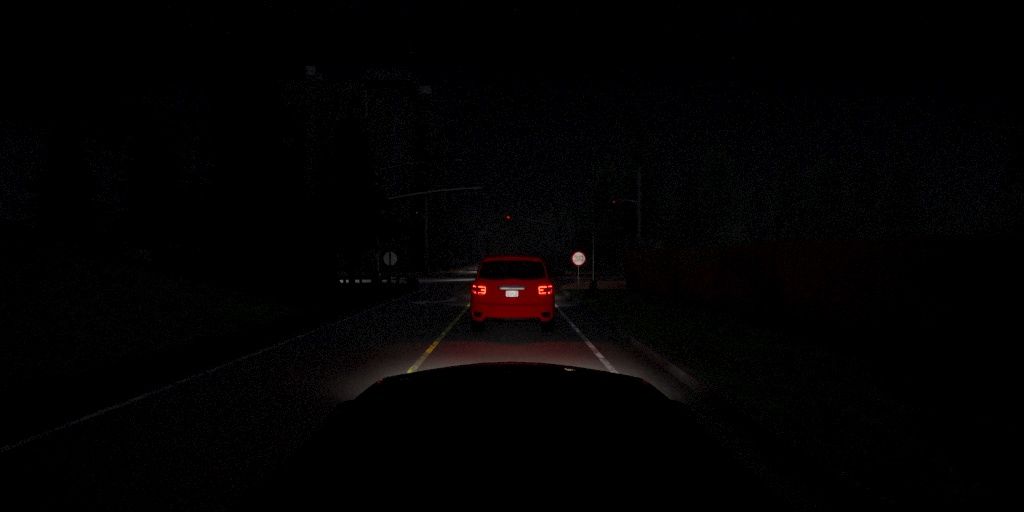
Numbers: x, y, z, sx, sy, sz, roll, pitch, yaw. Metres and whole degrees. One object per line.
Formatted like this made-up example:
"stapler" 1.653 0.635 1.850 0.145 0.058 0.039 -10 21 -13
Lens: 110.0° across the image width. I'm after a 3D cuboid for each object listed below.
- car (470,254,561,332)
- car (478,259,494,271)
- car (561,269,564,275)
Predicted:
"car" 0.050 0.971 11.027 2.150 2.045 5.566 0 0 1
"car" -3.550 1.227 50.077 1.882 1.535 5.008 0 0 0
"car" 2.038 1.345 31.633 4.718 1.301 1.895 0 0 -16
